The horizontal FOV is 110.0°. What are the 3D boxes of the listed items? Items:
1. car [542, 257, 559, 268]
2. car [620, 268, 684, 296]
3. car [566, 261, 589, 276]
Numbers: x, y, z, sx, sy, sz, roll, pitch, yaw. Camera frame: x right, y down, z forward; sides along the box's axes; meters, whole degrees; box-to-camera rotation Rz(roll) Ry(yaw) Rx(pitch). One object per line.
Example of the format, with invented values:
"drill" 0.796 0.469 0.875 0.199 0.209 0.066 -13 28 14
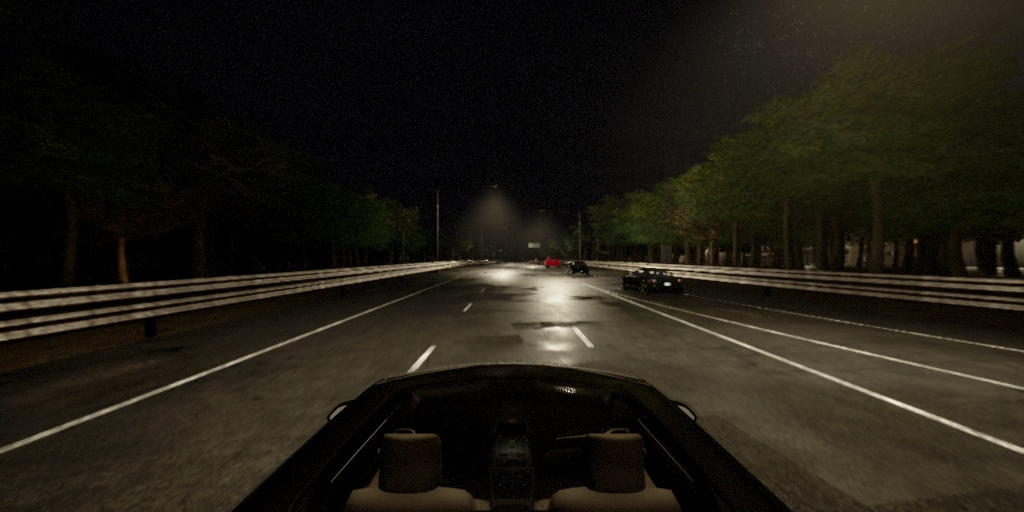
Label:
"car" 7.107 1.141 63.623 2.150 2.045 5.566 0 0 0
"car" 7.488 1.352 19.618 1.994 1.385 4.181 0 0 -5
"car" 7.035 1.317 38.663 1.837 1.490 4.892 0 0 0
